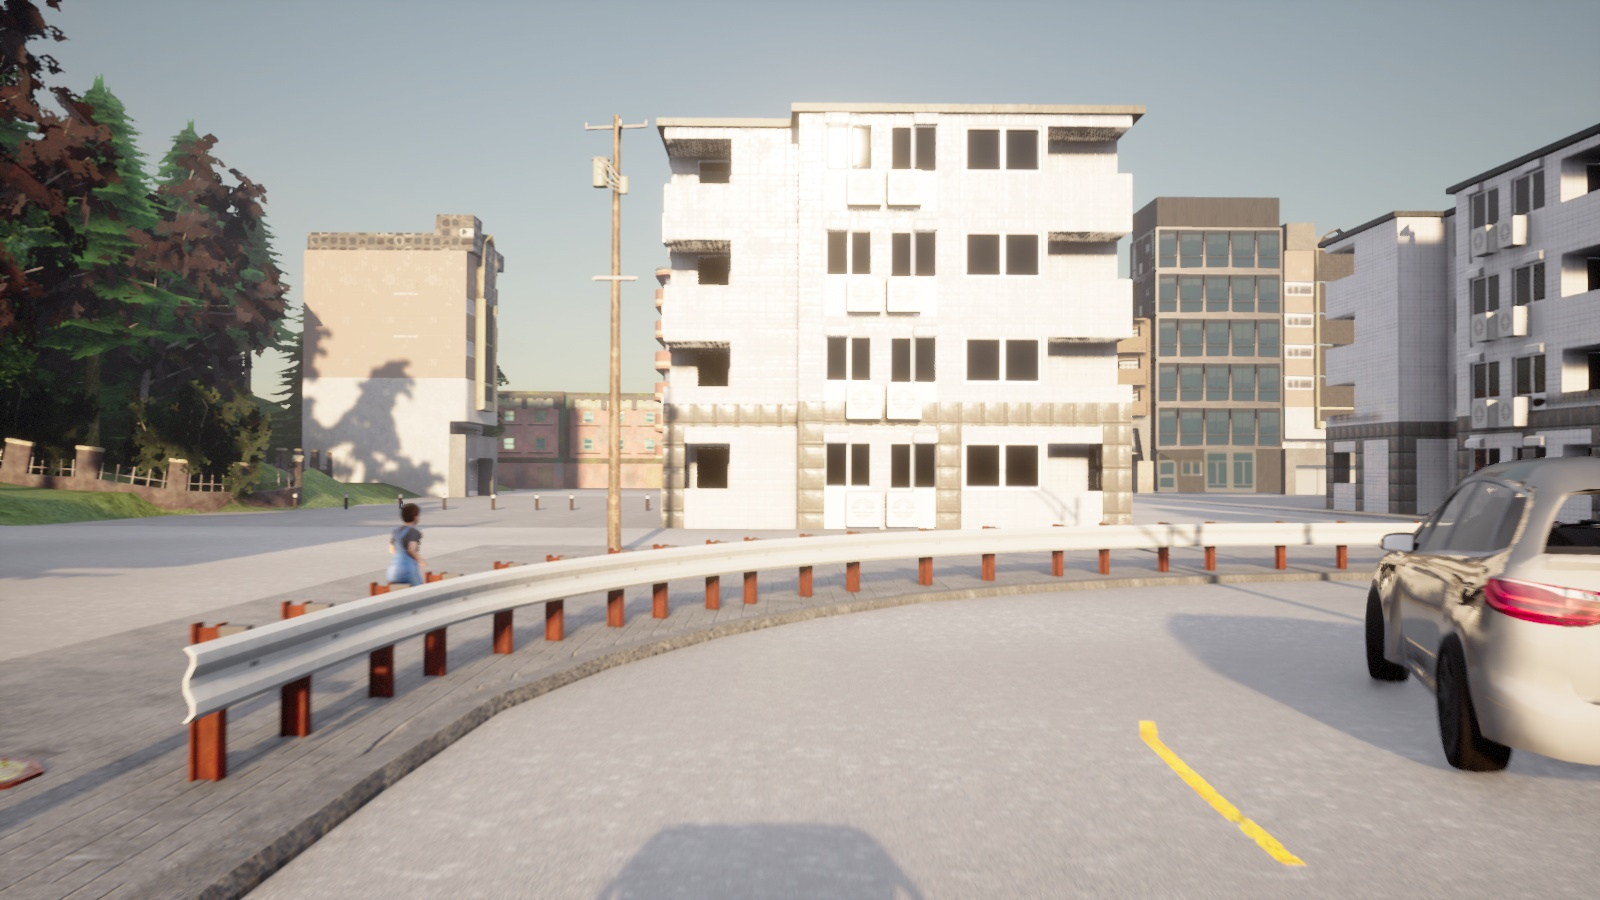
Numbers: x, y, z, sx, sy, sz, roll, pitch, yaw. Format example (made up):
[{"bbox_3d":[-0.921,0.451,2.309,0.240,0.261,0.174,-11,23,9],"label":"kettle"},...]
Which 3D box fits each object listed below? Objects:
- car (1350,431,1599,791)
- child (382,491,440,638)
[{"bbox_3d":[4.929,0.773,7.862,2.242,1.667,4.611,-1,-1,18],"label":"car"},{"bbox_3d":[-3.458,1.005,11.181,0.270,1.263,0.437,-1,-1,23],"label":"child"}]
